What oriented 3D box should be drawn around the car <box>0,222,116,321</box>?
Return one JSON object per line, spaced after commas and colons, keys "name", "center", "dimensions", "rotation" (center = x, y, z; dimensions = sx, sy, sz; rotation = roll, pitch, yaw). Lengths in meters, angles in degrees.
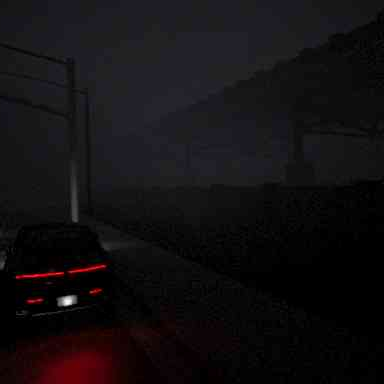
{"name": "car", "center": [-3.028, 1.415, 7.307], "dimensions": [1.837, 1.490, 4.892], "rotation": [-2, 1, -27]}
